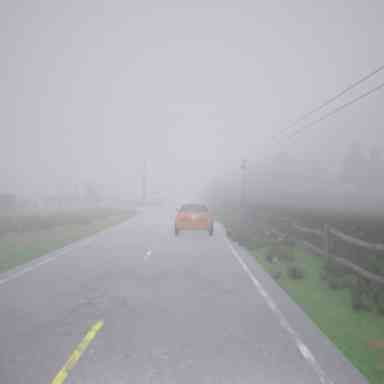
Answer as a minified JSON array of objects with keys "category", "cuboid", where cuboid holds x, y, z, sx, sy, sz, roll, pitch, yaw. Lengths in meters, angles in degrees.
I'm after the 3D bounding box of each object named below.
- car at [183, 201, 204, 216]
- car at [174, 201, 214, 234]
[{"category":"car","cuboid":[0.153,1.639,34.542,1.994,1.385,4.181,0,0,0]},{"category":"car","cuboid":[0.103,1.395,19.495,2.097,1.767,4.553,0,0,0]}]
